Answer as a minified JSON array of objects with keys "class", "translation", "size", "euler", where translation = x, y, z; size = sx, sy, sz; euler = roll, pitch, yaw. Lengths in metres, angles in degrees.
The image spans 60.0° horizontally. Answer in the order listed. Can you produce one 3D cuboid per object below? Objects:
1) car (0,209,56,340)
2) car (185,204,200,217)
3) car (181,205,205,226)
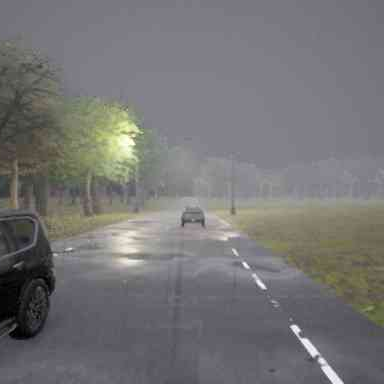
[{"class":"car","translation":[-3.547,1.269,3.808],"size":[2.150,2.045,5.566],"euler":[0,-1,1]},{"class":"car","translation":[0.094,2.397,44.118],"size":[1.882,1.535,5.008],"euler":[0,-1,0]},{"class":"car","translation":[0.088,1.989,27.457],"size":[2.128,1.511,4.902],"euler":[0,-1,0]}]
